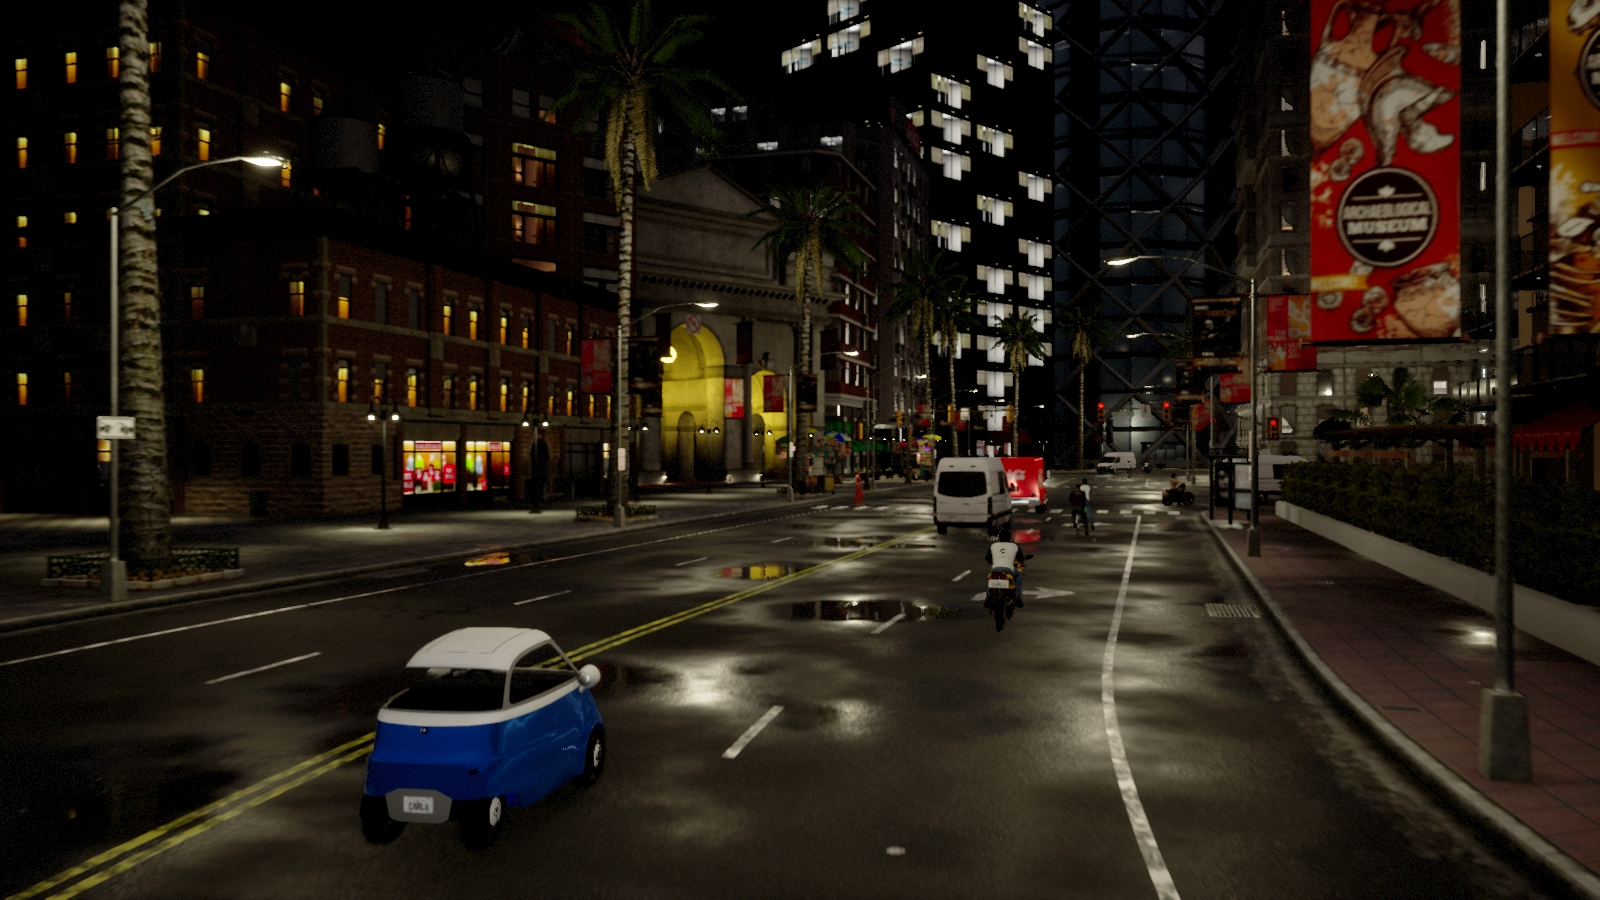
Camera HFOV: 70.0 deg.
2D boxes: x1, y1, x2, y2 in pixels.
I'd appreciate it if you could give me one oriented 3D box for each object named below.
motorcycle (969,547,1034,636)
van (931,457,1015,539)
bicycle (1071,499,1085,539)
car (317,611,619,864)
[{"bbox_3d":[3.234,2.213,18.163,0.803,1.145,2.033,0,0,16],"label":"motorcycle"},{"bbox_3d":[6.055,1.535,39.441,1.988,2.561,5.915,0,0,17],"label":"van"},{"bbox_3d":[9.003,2.212,36.999,0.329,1.171,1.835,0,0,17],"label":"bicycle"},{"bbox_3d":[-2.470,2.120,8.953,1.481,1.376,2.207,0,0,9],"label":"car"}]
